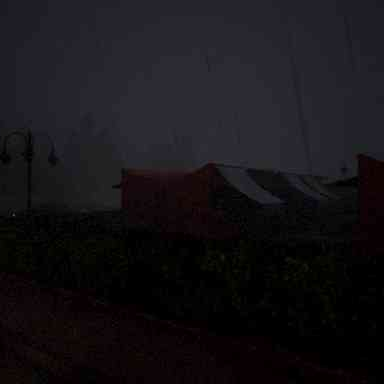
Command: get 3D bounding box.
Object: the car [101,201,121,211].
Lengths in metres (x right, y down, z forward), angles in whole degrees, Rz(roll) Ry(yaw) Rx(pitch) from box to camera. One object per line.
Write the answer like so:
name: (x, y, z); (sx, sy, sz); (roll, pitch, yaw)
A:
car: (-6.820, 1.533, 35.551); (1.882, 1.535, 5.008); (0, 0, 36)

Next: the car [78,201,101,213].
car: (-11.217, 1.619, 35.450); (1.994, 1.385, 4.181); (0, 0, 36)

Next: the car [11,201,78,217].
car: (-12.437, 1.560, 27.804); (1.837, 1.490, 4.892); (0, 0, 36)
